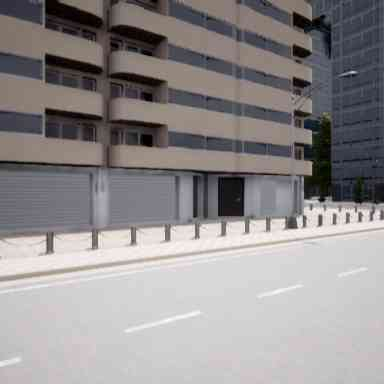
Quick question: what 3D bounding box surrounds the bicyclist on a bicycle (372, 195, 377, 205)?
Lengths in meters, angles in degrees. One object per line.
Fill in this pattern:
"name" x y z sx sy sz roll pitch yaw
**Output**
"bicyclist on a bicycle" 27.795 1.218 50.610 1.656 1.620 0.582 0 0 -35
